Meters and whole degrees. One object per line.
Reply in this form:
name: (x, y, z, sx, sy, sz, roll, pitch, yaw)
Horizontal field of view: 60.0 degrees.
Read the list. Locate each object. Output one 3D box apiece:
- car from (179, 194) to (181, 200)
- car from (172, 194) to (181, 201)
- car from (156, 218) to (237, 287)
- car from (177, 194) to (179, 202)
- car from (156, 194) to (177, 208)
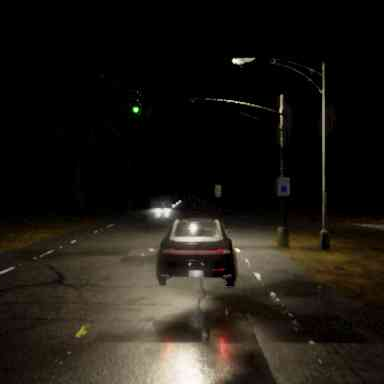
car: (-3.496, 1.237, 63.700, 1.994, 1.385, 4.181, 0, 0, 0)
car: (-3.495, 1.126, 75.371, 1.837, 1.490, 4.892, 0, 0, 0)
car: (0.150, 1.470, 9.310, 2.128, 1.511, 4.902, 0, 0, 2)
car: (-3.551, 1.283, 53.707, 1.994, 1.385, 4.181, 0, 0, 0)
car: (-3.568, 1.263, 43.876, 2.128, 1.511, 4.902, 0, 0, 0)
